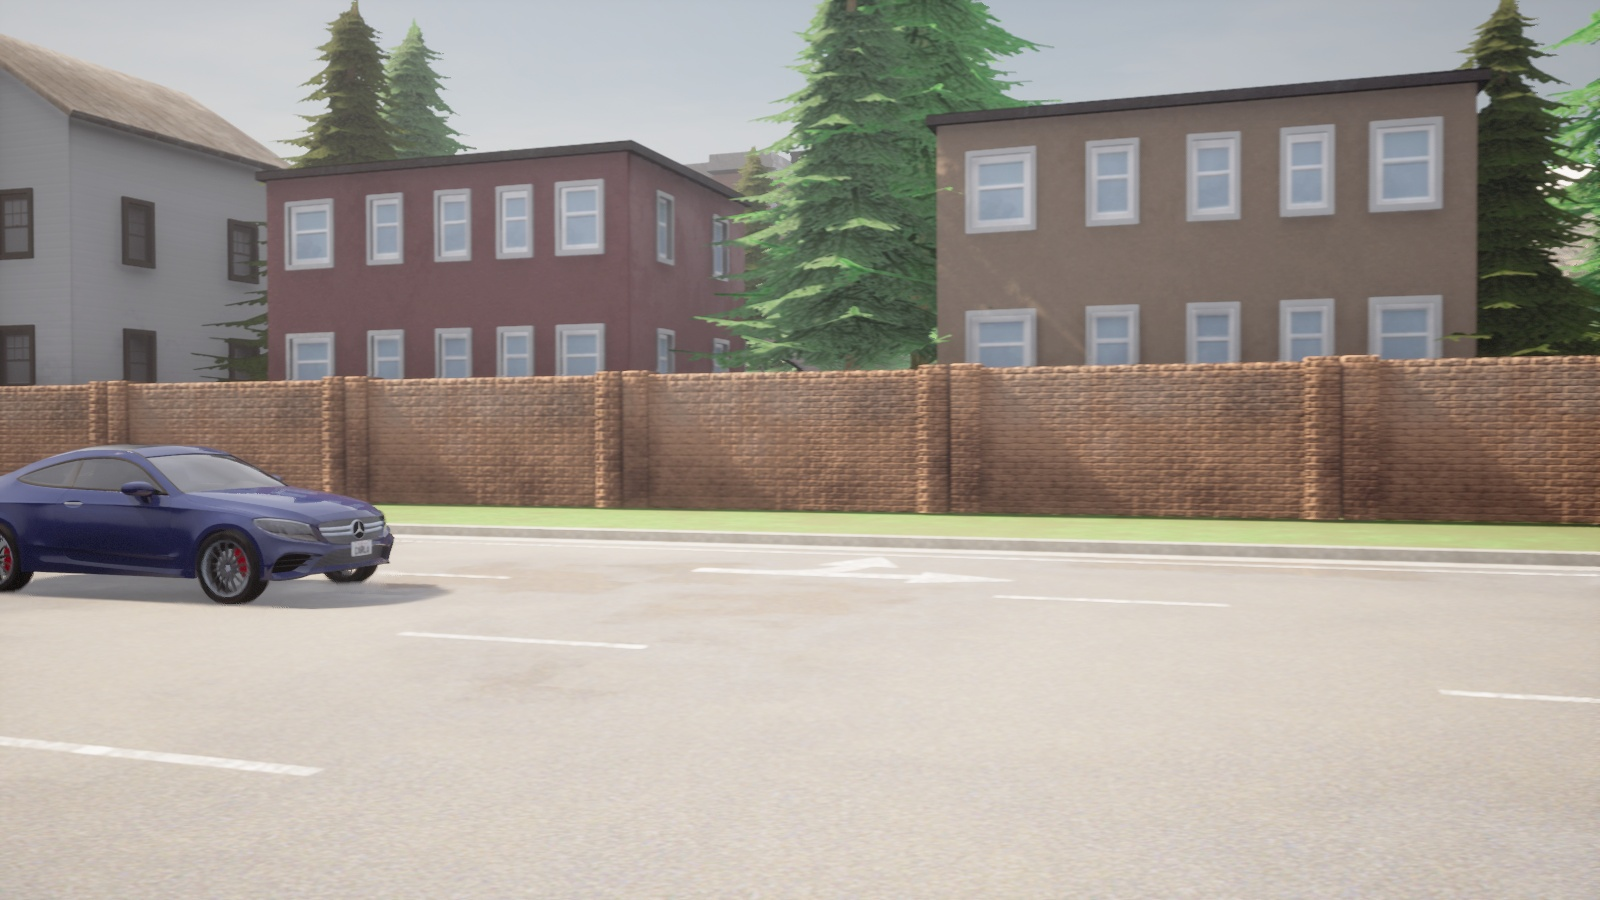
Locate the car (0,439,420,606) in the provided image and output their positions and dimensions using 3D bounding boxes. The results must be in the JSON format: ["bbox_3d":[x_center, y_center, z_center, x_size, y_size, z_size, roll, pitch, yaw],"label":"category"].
[{"bbox_3d":[-6.387,0.625,12.704,4.674,1.442,1.812,1,1,18],"label":"car"}]
